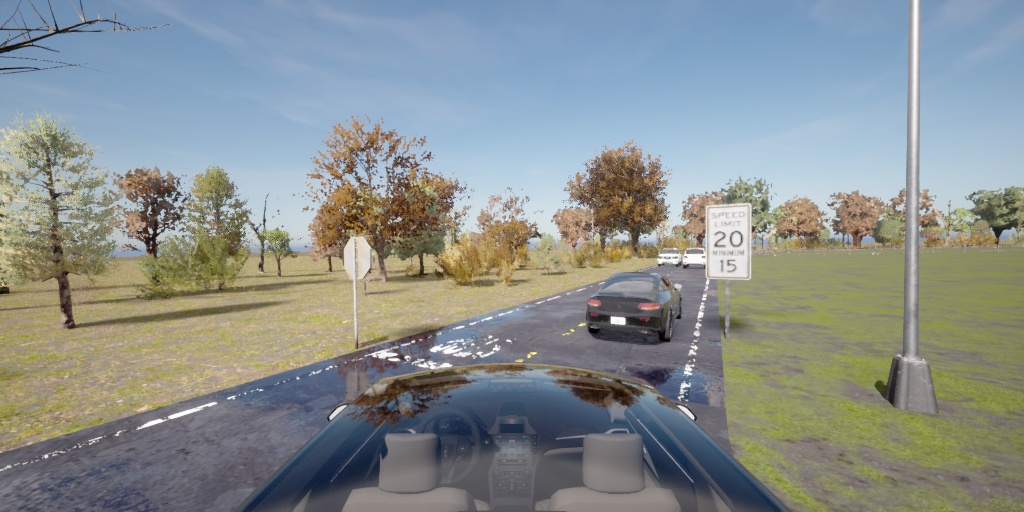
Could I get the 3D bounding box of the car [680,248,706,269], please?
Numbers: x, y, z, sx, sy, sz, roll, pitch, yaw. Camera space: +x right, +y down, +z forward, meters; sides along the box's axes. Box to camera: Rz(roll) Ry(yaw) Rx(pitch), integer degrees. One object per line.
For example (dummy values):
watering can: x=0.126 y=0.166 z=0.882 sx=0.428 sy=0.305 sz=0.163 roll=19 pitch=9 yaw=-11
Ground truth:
car: x=18.948 y=0.210 z=36.927 sx=2.150 sy=2.045 sz=5.566 roll=0 pitch=1 yaw=30

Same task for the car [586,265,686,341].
car: x=3.336 y=1.136 z=9.449 sx=1.812 sy=1.442 sz=4.674 roll=0 pitch=1 yaw=30

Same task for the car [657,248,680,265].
car: x=18.260 y=0.132 z=41.402 sx=2.150 sy=2.045 sz=5.566 roll=0 pitch=1 yaw=30
